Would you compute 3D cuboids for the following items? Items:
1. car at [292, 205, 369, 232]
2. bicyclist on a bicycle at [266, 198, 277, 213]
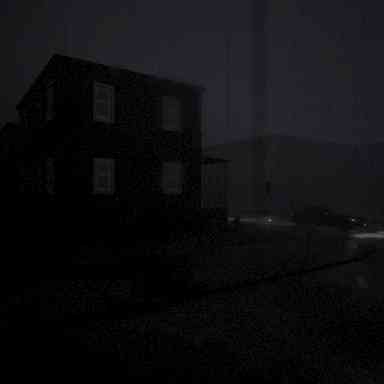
[{"bbox_3d":[8.268,1.526,20.273,1.812,1.442,4.674,0,0,-33],"label":"car"},{"bbox_3d":[8.304,1.348,34.786,1.656,1.620,0.582,0,0,-35],"label":"bicyclist on a bicycle"}]
